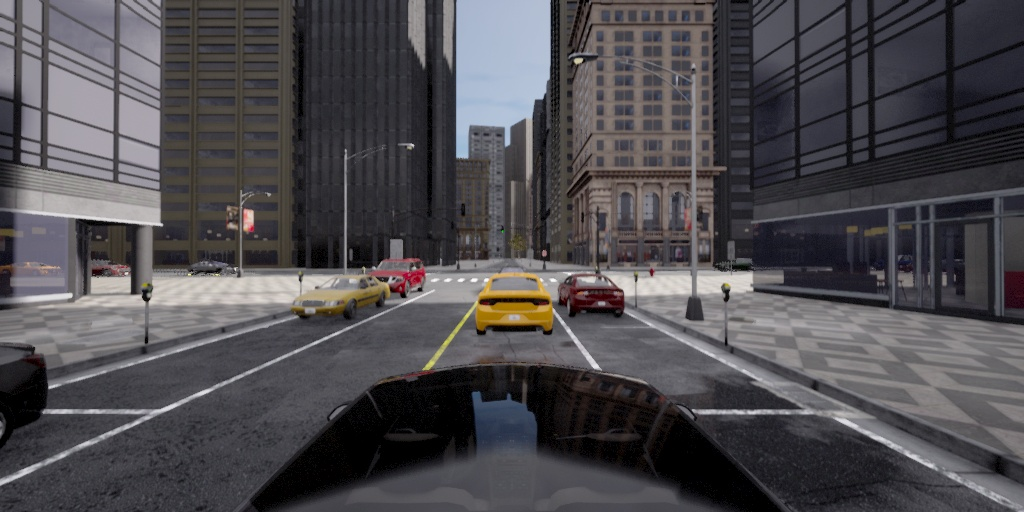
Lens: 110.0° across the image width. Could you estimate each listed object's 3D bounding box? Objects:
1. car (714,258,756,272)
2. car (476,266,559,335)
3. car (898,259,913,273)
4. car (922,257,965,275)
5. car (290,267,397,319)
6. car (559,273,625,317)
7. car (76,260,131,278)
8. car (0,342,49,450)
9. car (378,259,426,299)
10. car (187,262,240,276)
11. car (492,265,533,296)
[{"bbox_3d":[28.209,1.061,45.460,4.553,1.767,2.097,0,0,0],"label":"car"},{"bbox_3d":[0.078,1.222,10.490,1.882,1.535,5.008,0,0,1],"label":"car"},{"bbox_3d":[45.087,1.223,38.798,4.718,1.301,1.895,0,0,0],"label":"car"},{"bbox_3d":[44.157,1.090,35.559,4.902,1.511,2.128,0,0,1],"label":"car"},{"bbox_3d":[-5.844,1.270,12.794,1.751,1.417,4.829,0,0,0],"label":"car"},{"bbox_3d":[2.682,1.289,12.950,1.888,1.381,4.507,0,0,0],"label":"car"},{"bbox_3d":[-40.500,1.214,35.590,4.553,1.767,2.097,0,0,0],"label":"car"},{"bbox_3d":[-5.859,1.315,2.047,1.948,1.339,4.313,0,0,0],"label":"car"},{"bbox_3d":[-5.836,1.060,18.423,2.192,1.841,5.009,0,0,0],"label":"car"},{"bbox_3d":[-32.210,1.345,38.820,4.902,1.511,2.128,0,0,0],"label":"car"},{"bbox_3d":[0.038,1.294,20.639,2.033,1.411,5.357,0,0,1],"label":"car"}]
